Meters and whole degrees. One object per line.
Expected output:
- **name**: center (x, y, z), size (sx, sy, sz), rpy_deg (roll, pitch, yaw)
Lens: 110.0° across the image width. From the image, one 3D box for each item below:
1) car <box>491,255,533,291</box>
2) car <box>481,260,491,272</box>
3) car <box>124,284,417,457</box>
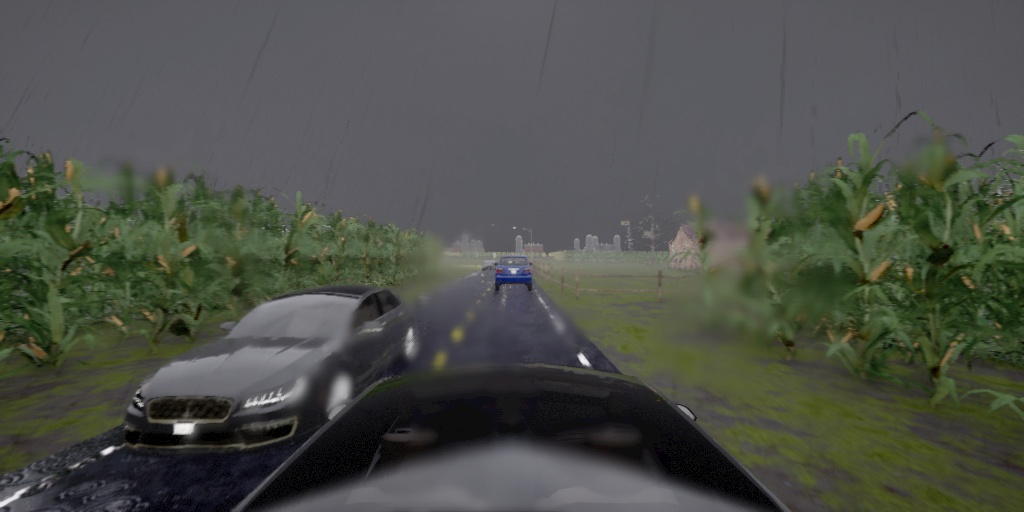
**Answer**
- **car**: center (0.094, 0.965, 22.215), size (2.150, 2.045, 5.566), rpy_deg (0, 0, 0)
- **car**: center (-2.851, 1.225, 46.053), size (1.837, 1.490, 4.892), rpy_deg (0, 0, 0)
- **car**: center (-2.852, 1.255, 5.550), size (1.837, 1.490, 4.892), rpy_deg (0, 0, 0)
